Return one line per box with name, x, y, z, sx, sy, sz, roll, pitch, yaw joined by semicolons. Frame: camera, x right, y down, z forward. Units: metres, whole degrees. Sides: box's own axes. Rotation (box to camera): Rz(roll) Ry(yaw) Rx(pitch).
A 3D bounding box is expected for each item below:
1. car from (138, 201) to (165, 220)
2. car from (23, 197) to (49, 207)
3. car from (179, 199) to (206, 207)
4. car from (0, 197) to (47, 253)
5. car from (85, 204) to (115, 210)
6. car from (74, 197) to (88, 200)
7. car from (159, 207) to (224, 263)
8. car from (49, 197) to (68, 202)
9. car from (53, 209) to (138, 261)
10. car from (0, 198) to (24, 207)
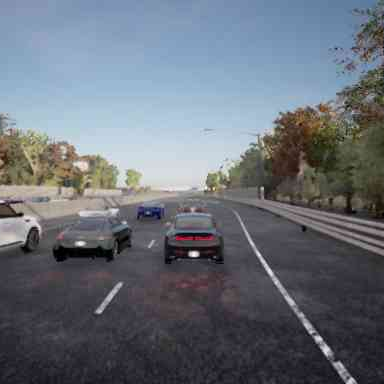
car;-3.420;1.463;28.388;1.882;1.535;5.008;0;0;0
car;-24.545;1.517;52.524;1.812;1.442;4.674;0;0;0
car;0.072;1.337;26.543;2.097;1.767;4.553;0;0;0
car;-6.937;1.214;10.558;2.150;2.045;5.566;0;0;1
car;-6.937;1.587;25.391;1.895;1.301;4.718;0;0;0
car;-17.552;1.518;52.923;1.812;1.442;4.674;0;0;0
car;0.072;1.497;11.833;1.837;1.490;4.892;0;0;0
car;-21.047;1.517;52.659;1.812;1.442;4.674;0;0;0
car;-3.426;1.555;12.244;1.994;1.385;4.181;0;0;0
car;-28.044;1.591;51.216;1.895;1.301;4.718;0;0;0
